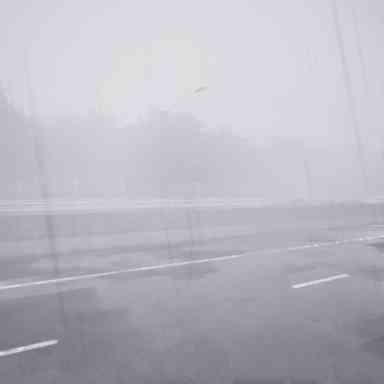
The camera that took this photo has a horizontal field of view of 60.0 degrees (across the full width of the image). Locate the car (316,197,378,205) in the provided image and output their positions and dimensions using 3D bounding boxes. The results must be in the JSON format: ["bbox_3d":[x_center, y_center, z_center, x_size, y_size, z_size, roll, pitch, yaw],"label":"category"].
[{"bbox_3d":[13.978,1.434,29.869,5.357,1.411,2.033,0,0,-32],"label":"car"}]

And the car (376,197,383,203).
[{"bbox_3d":[25.551,1.361,45.585,4.674,1.442,1.812,0,0,-32],"label":"car"}]

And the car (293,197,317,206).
[{"bbox_3d":[13.006,1.410,33.397,5.357,1.411,2.033,0,0,-32],"label":"car"}]

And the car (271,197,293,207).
[{"bbox_3d":[10.652,1.346,36.045,4.892,1.490,1.837,1,0,-32],"label":"car"}]
